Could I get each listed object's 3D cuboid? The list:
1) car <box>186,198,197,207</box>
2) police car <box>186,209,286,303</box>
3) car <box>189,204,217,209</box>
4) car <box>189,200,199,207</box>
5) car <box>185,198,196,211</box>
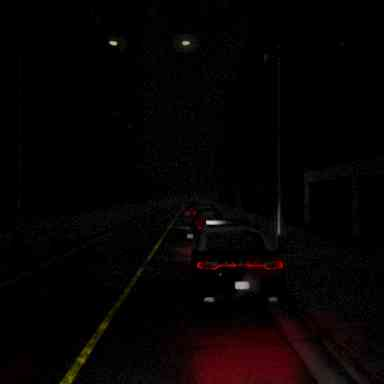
[{"bbox_3d":[-0.041,1.830,58.529,1.882,1.535,5.008,0,0,0],"label":"car"},{"bbox_3d":[0.894,1.473,8.505,1.930,1.638,5.238,0,0,0],"label":"police car"},{"bbox_3d":[0.887,1.631,18.395,1.812,1.442,4.674,0,0,0],"label":"car"},{"bbox_3d":[0.883,1.619,24.396,1.882,1.535,5.008,0,0,0],"label":"car"},{"bbox_3d":[-0.015,1.875,45.801,1.895,1.301,4.718,0,0,1],"label":"car"}]
